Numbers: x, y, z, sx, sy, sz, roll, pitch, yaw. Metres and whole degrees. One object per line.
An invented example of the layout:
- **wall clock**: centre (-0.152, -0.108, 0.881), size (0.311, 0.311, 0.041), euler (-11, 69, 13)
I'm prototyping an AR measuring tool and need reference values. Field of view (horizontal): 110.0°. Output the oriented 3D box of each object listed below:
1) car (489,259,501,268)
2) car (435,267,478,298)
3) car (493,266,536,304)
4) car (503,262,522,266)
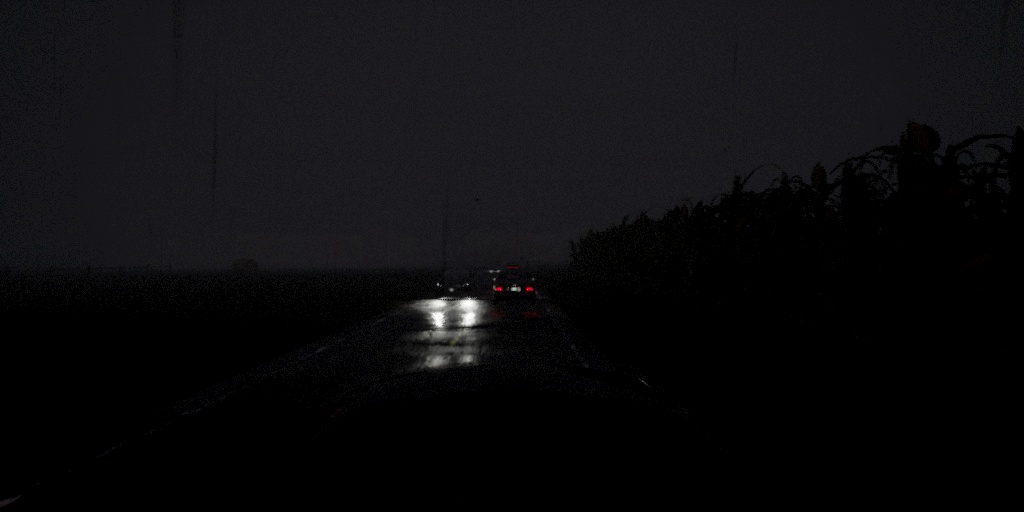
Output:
- **car**: centre (-2.792, 1.201, 60.250), size (1.994, 1.385, 4.181), euler (0, 0, 0)
- **car**: centre (-2.861, 1.346, 19.285), size (1.812, 1.442, 4.674), euler (0, 0, 0)
- **car**: centre (0.089, 1.357, 16.563), size (2.033, 1.411, 5.357), euler (0, 0, 0)
- **car**: centre (0.072, 1.412, 40.439), size (1.837, 1.490, 4.892), euler (0, 0, 0)
